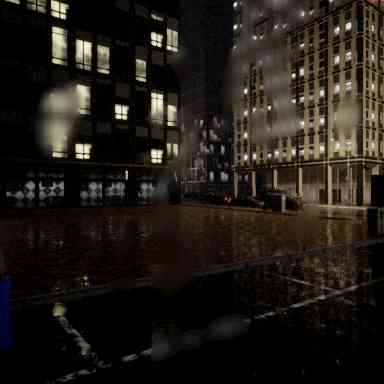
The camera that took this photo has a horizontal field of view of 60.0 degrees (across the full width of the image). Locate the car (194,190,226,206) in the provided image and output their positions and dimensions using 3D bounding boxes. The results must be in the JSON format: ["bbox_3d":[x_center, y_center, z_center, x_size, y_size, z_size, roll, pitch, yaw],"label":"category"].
[{"bbox_3d":[2.918,0.731,41.338,2.192,1.841,5.009,1,0,-36],"label":"car"}]

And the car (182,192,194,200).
[{"bbox_3d":[-0.082,0.647,59.866,1.947,1.339,4.313,1,0,-36],"label":"car"}]

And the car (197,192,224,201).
[{"bbox_3d":[3.074,0.710,55.475,1.752,1.417,4.829,1,0,-36],"label":"car"}]

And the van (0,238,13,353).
[{"bbox_3d":[-4.151,1.341,3.596,3.998,1.788,1.690,0,0,-36],"label":"van"}]

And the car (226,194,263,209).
[{"bbox_3d":[6.164,1.105,36.813,1.802,1.307,4.206,1,0,-36],"label":"car"}]

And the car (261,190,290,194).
[{"bbox_3d":[9.758,0.790,36.227,2.150,2.045,5.566,0,1,-36],"label":"car"}]

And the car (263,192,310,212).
[{"bbox_3d":[9.421,1.071,32.286,1.967,1.590,4.097,1,0,-36],"label":"car"}]

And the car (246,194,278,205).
[{"bbox_3d":[9.680,0.985,46.280,1.802,1.307,4.206,1,0,-36],"label":"car"}]
